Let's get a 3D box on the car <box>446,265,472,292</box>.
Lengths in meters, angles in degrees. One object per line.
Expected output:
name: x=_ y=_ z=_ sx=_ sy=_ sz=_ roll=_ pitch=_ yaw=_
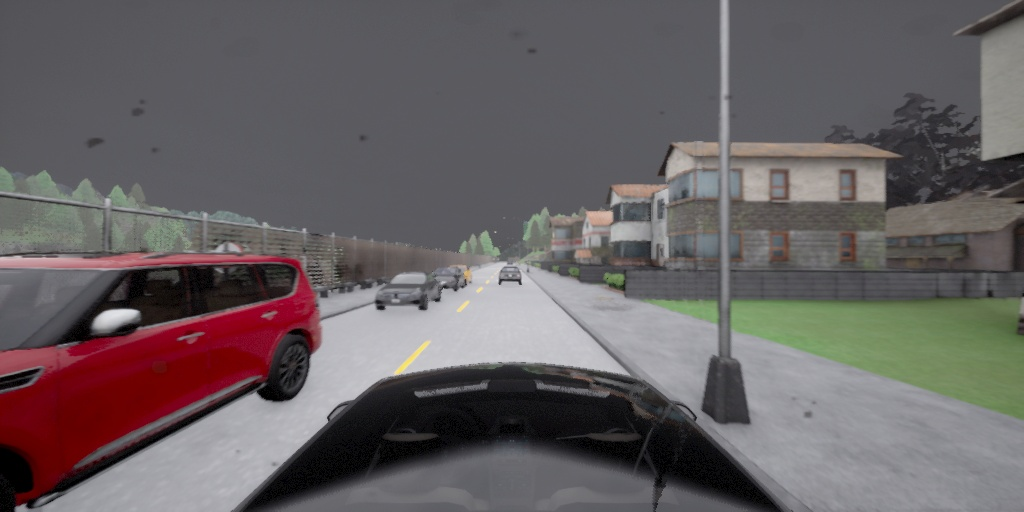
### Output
car: x=-4.112 y=1.433 z=22.953 sx=2.128 sy=1.511 sz=4.902 roll=0 pitch=0 yaw=0

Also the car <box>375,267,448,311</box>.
car: x=-4.164 y=1.375 z=15.151 sx=1.812 sy=1.442 sz=4.674 roll=0 pitch=-1 yaw=0

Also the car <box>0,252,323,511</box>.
car: x=-4.105 y=0.964 z=3.524 sx=2.150 sy=2.045 sz=5.566 roll=0 pitch=-1 yaw=0

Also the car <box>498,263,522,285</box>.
car: x=-0.149 y=1.553 z=29.475 sx=2.033 sy=1.411 sz=5.357 roll=0 pitch=-1 yaw=0
